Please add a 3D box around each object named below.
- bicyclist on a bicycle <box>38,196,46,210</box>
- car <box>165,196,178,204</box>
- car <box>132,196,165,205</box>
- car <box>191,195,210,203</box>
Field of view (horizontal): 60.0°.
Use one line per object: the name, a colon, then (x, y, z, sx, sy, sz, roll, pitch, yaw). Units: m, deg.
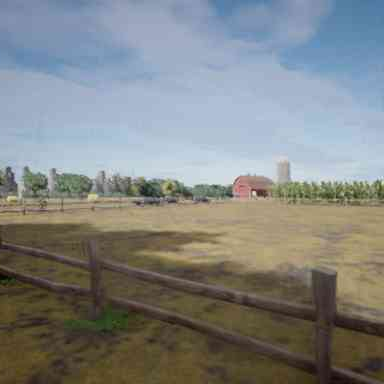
bicyclist on a bicycle: (-16.735, 1.279, 37.073, 1.656, 1.620, 0.582, 0, 0, 37)
car: (-4.649, 1.519, 63.031, 1.837, 1.490, 4.892, -2, -2, 37)
car: (-7.369, 1.457, 54.785, 2.033, 1.411, 5.357, -2, -1, 37)
car: (1.764, 1.483, 66.986, 1.837, 1.490, 4.892, -2, -2, 37)
